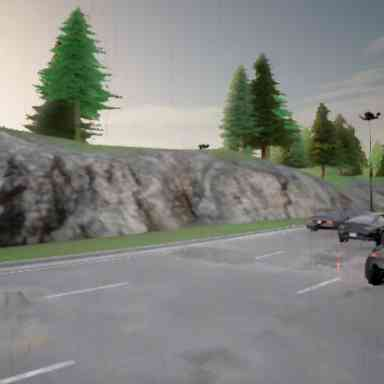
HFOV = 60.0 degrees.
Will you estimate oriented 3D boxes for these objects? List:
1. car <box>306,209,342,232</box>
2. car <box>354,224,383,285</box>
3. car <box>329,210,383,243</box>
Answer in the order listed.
[{"bbox_3d":[9.199,1.813,21.311,2.033,1.411,5.357,-2,-1,44],"label":"car"},{"bbox_3d":[6.255,1.648,8.793,4.181,1.385,1.994,0,-1,-42],"label":"car"},{"bbox_3d":[8.707,1.707,16.132,4.674,1.442,1.812,0,-1,-44],"label":"car"}]
